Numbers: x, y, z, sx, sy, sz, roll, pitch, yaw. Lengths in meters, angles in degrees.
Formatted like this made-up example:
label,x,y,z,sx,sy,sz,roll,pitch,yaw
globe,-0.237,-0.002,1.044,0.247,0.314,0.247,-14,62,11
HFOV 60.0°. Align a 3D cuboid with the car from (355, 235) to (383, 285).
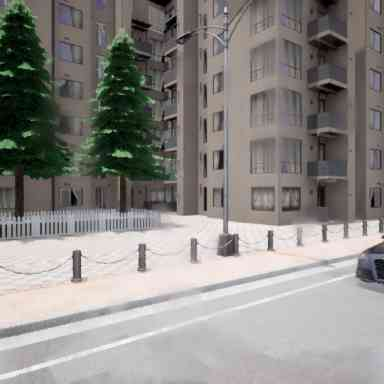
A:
label,x,y,z,sx,sy,sz,roll,pitch,yaw
car,5.937,1.564,8.330,4.181,1.385,1.994,0,0,-36
